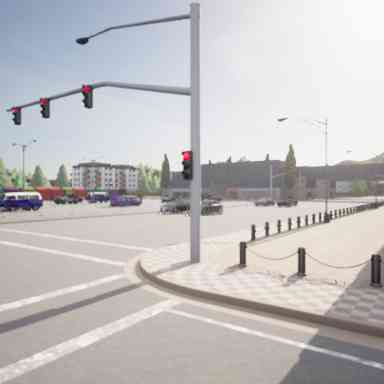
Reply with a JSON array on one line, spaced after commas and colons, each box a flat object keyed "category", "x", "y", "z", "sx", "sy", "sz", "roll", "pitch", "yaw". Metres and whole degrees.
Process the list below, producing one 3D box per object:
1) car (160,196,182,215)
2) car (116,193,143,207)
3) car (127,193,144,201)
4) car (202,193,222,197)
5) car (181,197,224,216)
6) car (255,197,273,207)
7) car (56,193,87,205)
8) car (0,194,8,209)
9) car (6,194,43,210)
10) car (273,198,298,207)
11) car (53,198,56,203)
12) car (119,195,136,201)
[{"category": "car", "x": -1.391, "y": 1.534, "z": 35.248, "sx": 2.128, "sy": 1.511, "sz": 4.902, "roll": 0, "pitch": 0, "yaw": 36}, {"category": "car", "x": -10.282, "y": 1.426, "z": 56.366, "sx": 1.970, "sy": 1.475, "sz": 3.806, "roll": 0, "pitch": 0, "yaw": 36}, {"category": "car", "x": -13.628, "y": 1.177, "z": 80.425, "sx": 1.905, "sy": 1.878, "sz": 3.866, "roll": 0, "pitch": 0, "yaw": 36}, {"category": "car", "x": 4.526, "y": 1.188, "z": 67.102, "sx": 1.932, "sy": 1.855, "sz": 4.605, "roll": 0, "pitch": 0, "yaw": 36}, {"category": "car", "x": 1.363, "y": 1.549, "z": 33.084, "sx": 1.837, "sy": 1.490, "sz": 4.892, "roll": 0, "pitch": 0, "yaw": 36}, {"category": "car", "x": 11.673, "y": 1.568, "z": 53.058, "sx": 1.812, "sy": 1.442, "sz": 4.674, "roll": 0, "pitch": 0, "yaw": 36}, {"category": "car", "x": -23.966, "y": 1.174, "z": 66.279, "sx": 1.932, "sy": 1.855, "sz": 4.605, "roll": 0, "pitch": 0, "yaw": 36}, {"category": "car", "x": -26.195, "y": 1.390, "z": 49.304, "sx": 1.784, "sy": 1.438, "sz": 3.905, "roll": 0, "pitch": 0, "yaw": 36}, {"category": "car", "x": -23.860, "y": 1.423, "z": 47.592, "sx": 1.970, "sy": 1.475, "sz": 3.806, "roll": 0, "pitch": 0, "yaw": 36}, {"category": "car", "x": 14.691, "y": 1.645, "z": 51.251, "sx": 1.895, "sy": 1.301, "sz": 4.718, "roll": 0, "pitch": 0, "yaw": 36}, {"category": "car", "x": -26.265, "y": 1.383, "z": 68.043, "sx": 1.784, "sy": 1.438, "sz": 3.905, "roll": 0, "pitch": 0, "yaw": 36}, {"category": "car", "x": -15.957, "y": 1.415, "z": 82.145, "sx": 1.970, "sy": 1.475, "sz": 3.806, "roll": 0, "pitch": 0, "yaw": 36}]
